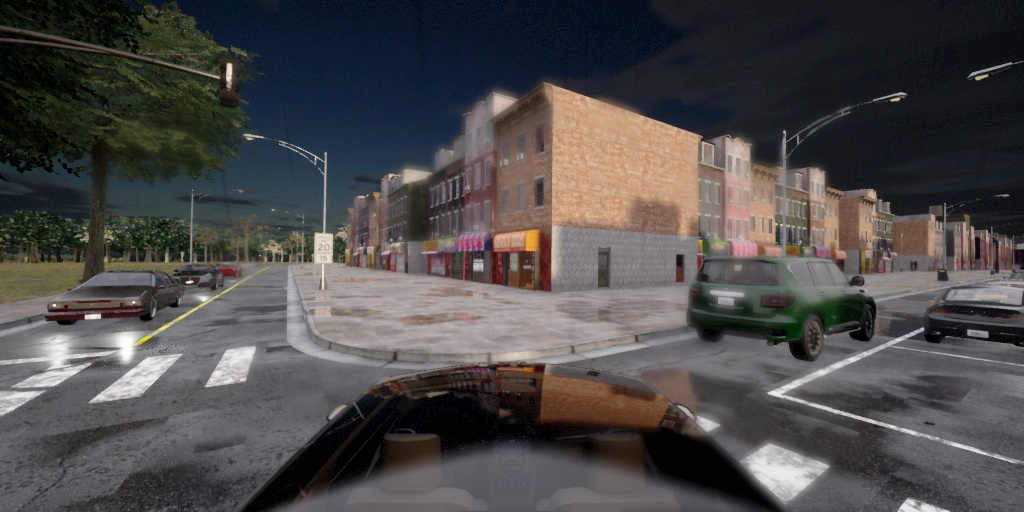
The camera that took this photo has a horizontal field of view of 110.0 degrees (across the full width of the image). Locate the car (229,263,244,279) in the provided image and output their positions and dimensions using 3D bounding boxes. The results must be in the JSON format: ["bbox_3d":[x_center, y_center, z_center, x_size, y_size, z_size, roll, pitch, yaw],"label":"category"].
[{"bbox_3d":[-23.116,1.181,29.020,1.895,1.301,4.718,1,-1,-32],"label":"car"}]

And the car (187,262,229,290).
[{"bbox_3d":[-17.449,1.147,19.930,1.994,1.385,4.181,1,-1,-32],"label":"car"}]

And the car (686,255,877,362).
[{"bbox_3d":[6.510,1.017,8.551,5.566,2.045,2.150,1,-1,-32],"label":"car"}]

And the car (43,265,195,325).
[{"bbox_3d":[-12.167,1.157,11.470,2.033,1.411,5.357,1,0,-32],"label":"car"}]

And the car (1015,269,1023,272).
[{"bbox_3d":[25.690,1.417,17.577,4.097,1.591,1.967,0,0,-32],"label":"car"}]

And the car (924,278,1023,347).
[{"bbox_3d":[11.313,1.365,8.464,4.403,1.370,2.007,0,0,-32],"label":"car"}]

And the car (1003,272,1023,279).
[{"bbox_3d":[16.249,1.392,11.593,4.829,1.417,1.751,0,0,-32],"label":"car"}]
